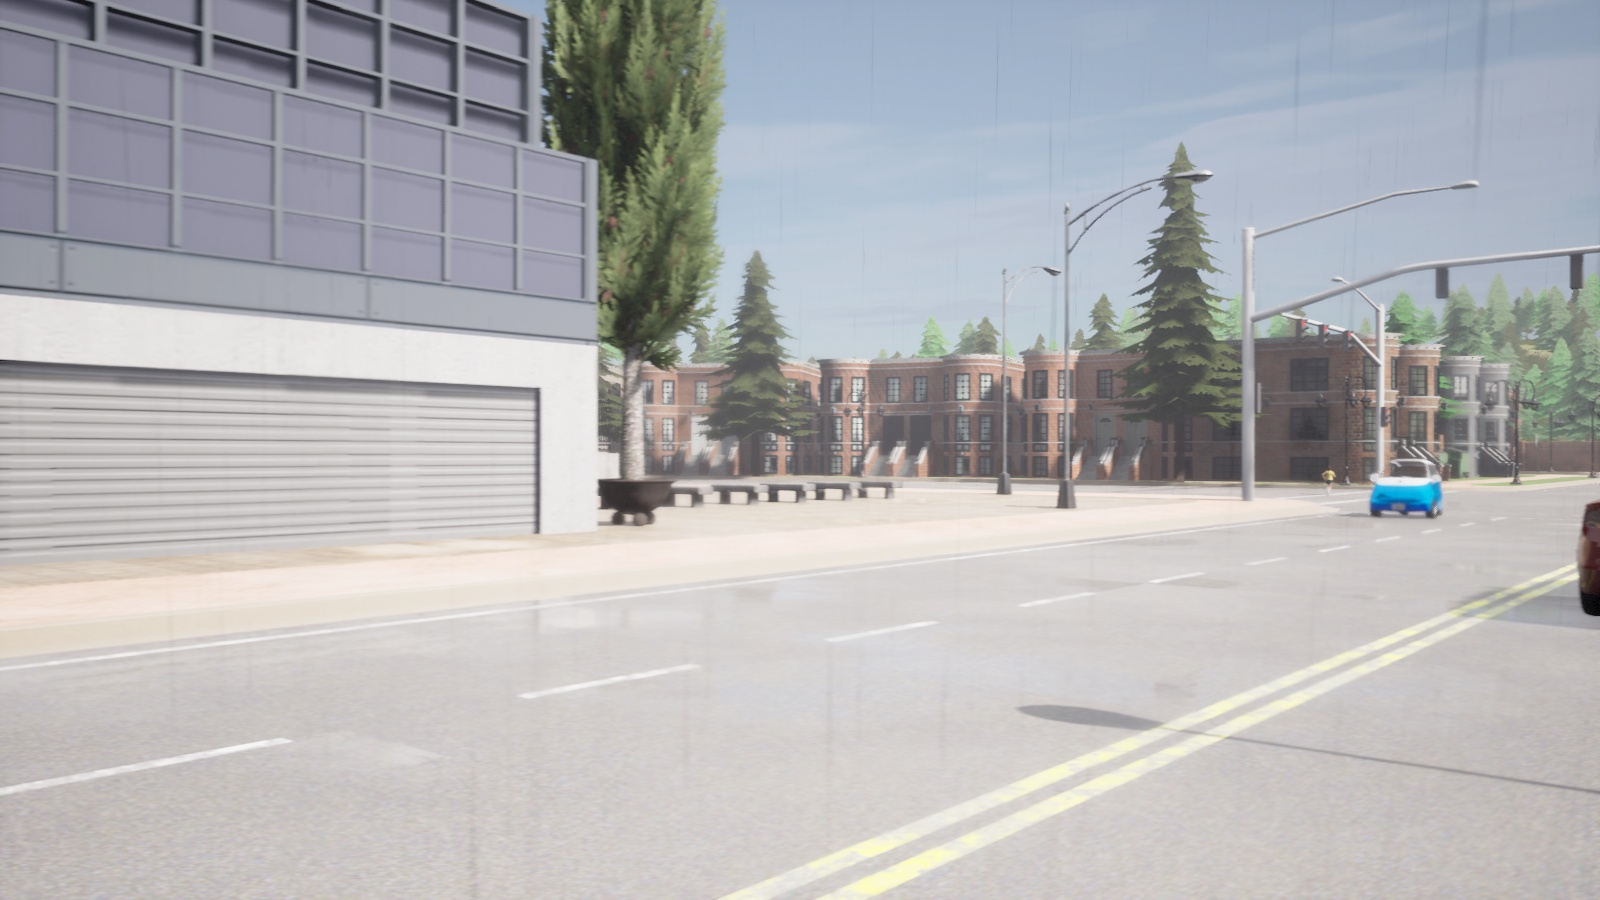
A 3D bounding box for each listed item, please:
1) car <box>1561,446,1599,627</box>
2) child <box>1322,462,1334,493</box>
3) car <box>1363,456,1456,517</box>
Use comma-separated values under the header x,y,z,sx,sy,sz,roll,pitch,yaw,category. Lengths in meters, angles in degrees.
x,y,z,sx,sy,sz,roll,pitch,yaw,category
8.912,0.733,12.170,1.882,1.535,5.008,0,0,40,car
19.235,0.989,45.731,0.255,1.110,0.394,0,0,44,child
14.392,0.841,29.639,1.481,1.376,2.207,0,-1,40,car
